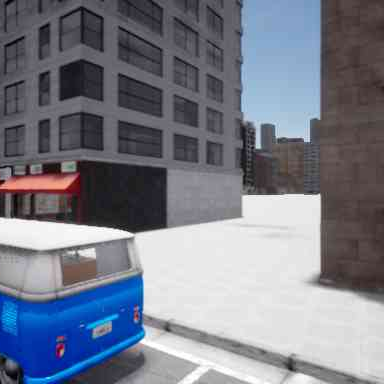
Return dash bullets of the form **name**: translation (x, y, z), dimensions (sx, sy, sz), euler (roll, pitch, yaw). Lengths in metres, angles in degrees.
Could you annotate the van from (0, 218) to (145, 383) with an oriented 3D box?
- **van**: translation (-2.533, 1.337, 4.886), dimensions (3.998, 1.788, 1.690), euler (0, 0, 36)
